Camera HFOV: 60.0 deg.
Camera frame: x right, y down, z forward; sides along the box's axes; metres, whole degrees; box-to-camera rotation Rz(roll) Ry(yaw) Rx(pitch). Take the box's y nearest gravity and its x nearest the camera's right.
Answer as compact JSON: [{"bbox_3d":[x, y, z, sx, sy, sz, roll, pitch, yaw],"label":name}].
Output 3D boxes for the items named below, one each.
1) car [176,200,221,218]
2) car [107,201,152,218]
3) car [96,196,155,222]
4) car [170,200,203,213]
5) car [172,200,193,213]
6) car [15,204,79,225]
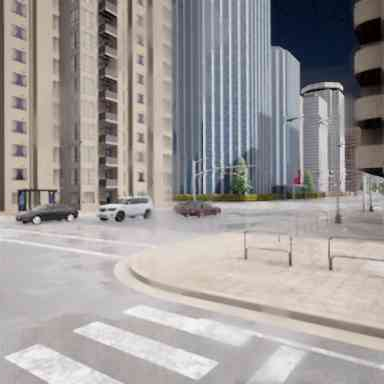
[{"bbox_3d":[0.899,1.778,31.816,1.895,1.301,4.718,0,0,35],"label":"car"},{"bbox_3d":[-6.305,1.752,34.046,1.812,1.442,4.674,0,0,35],"label":"car"},{"bbox_3d":[-5.631,1.423,28.903,2.150,2.045,5.566,0,0,35],"label":"car"},{"bbox_3d":[-0.650,1.791,42.162,1.994,1.385,4.181,0,0,35],"label":"car"},{"bbox_3d":[-0.013,1.708,36.970,1.837,1.490,4.892,0,0,35],"label":"car"},{"bbox_3d":[-11.485,1.730,26.644,1.837,1.490,4.892,0,0,36],"label":"car"}]
